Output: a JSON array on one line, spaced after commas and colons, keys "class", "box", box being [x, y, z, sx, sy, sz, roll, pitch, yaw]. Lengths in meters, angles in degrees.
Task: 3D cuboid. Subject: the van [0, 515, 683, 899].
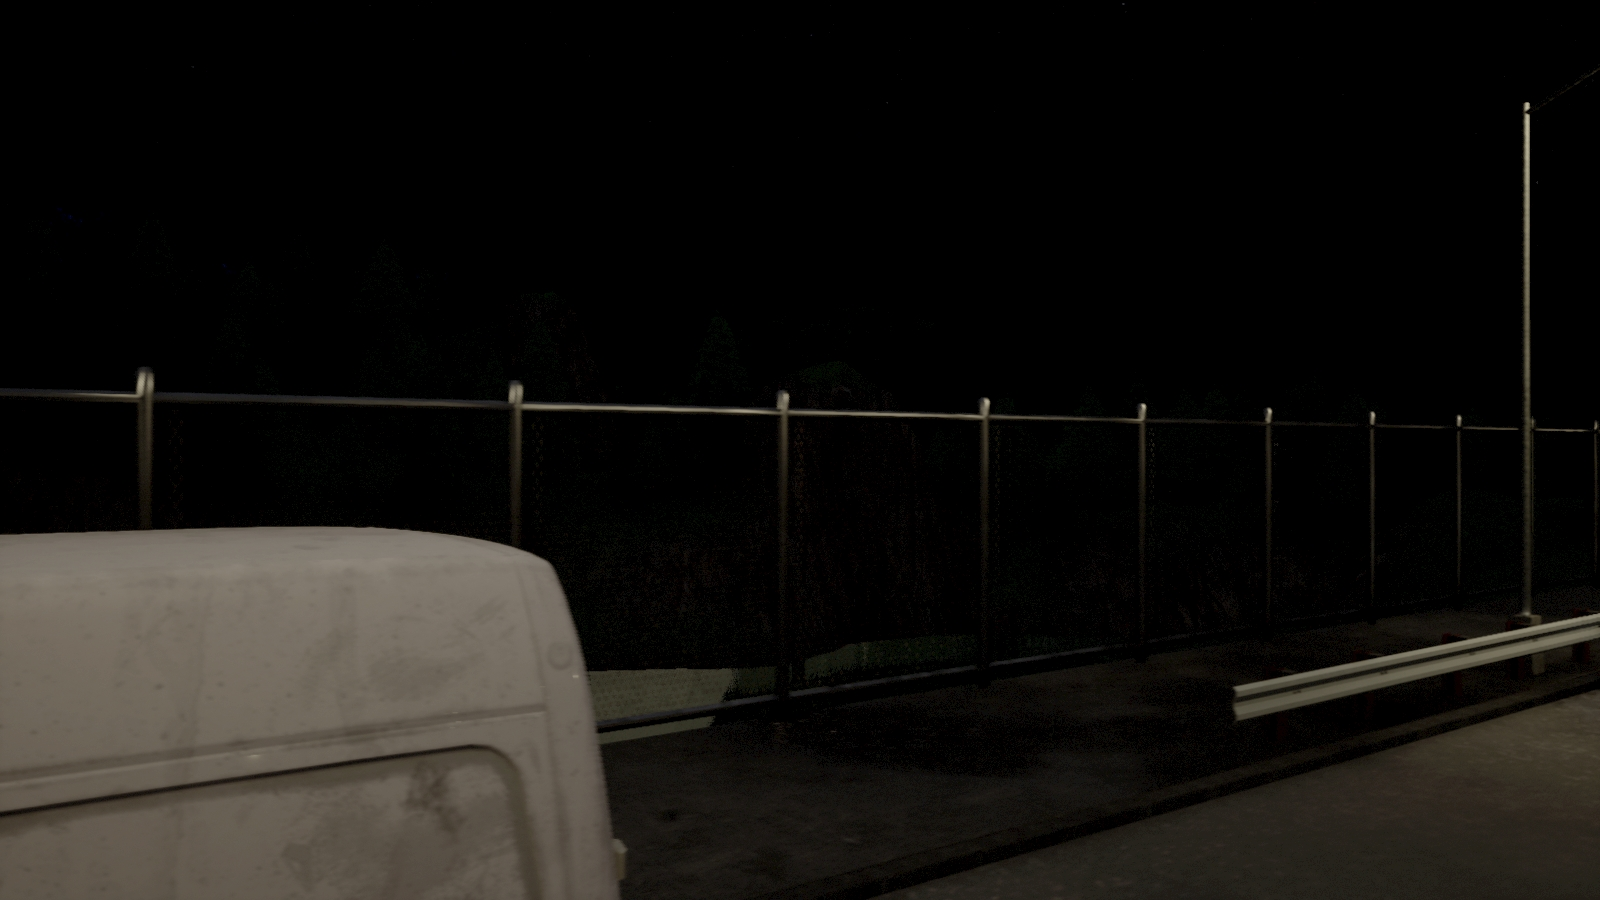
[{"class": "van", "box": [-3.298, 1.535, 2.083, 5.915, 2.561, 1.988, 0, 0, -35]}]
